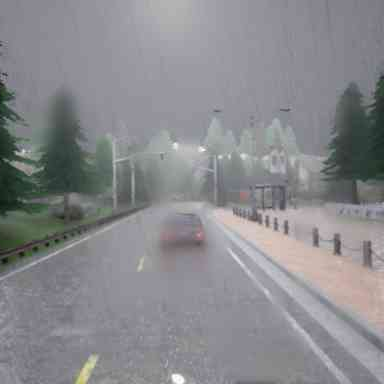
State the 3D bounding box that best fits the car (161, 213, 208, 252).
[{"bbox_3d":[-0.343,1.608,14.357,2.033,1.411,5.357,-1,0,-1],"label":"car"}]
